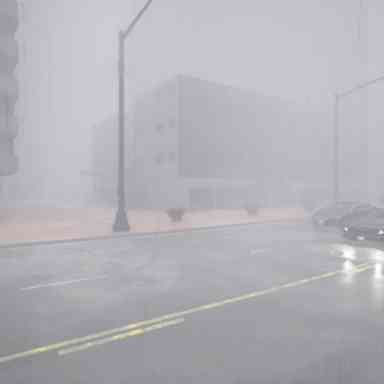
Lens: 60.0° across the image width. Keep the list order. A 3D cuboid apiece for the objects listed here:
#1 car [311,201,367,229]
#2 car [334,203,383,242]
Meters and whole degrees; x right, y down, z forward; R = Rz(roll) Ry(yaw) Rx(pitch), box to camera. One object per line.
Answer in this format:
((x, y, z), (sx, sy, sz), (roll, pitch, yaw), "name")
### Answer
((8.794, 1.285, 18.947), (4.902, 1.511, 2.128), (-1, 1, -36), "car")
((8.820, 1.388, 14.659), (5.357, 1.411, 2.033), (-1, 1, -36), "car")
